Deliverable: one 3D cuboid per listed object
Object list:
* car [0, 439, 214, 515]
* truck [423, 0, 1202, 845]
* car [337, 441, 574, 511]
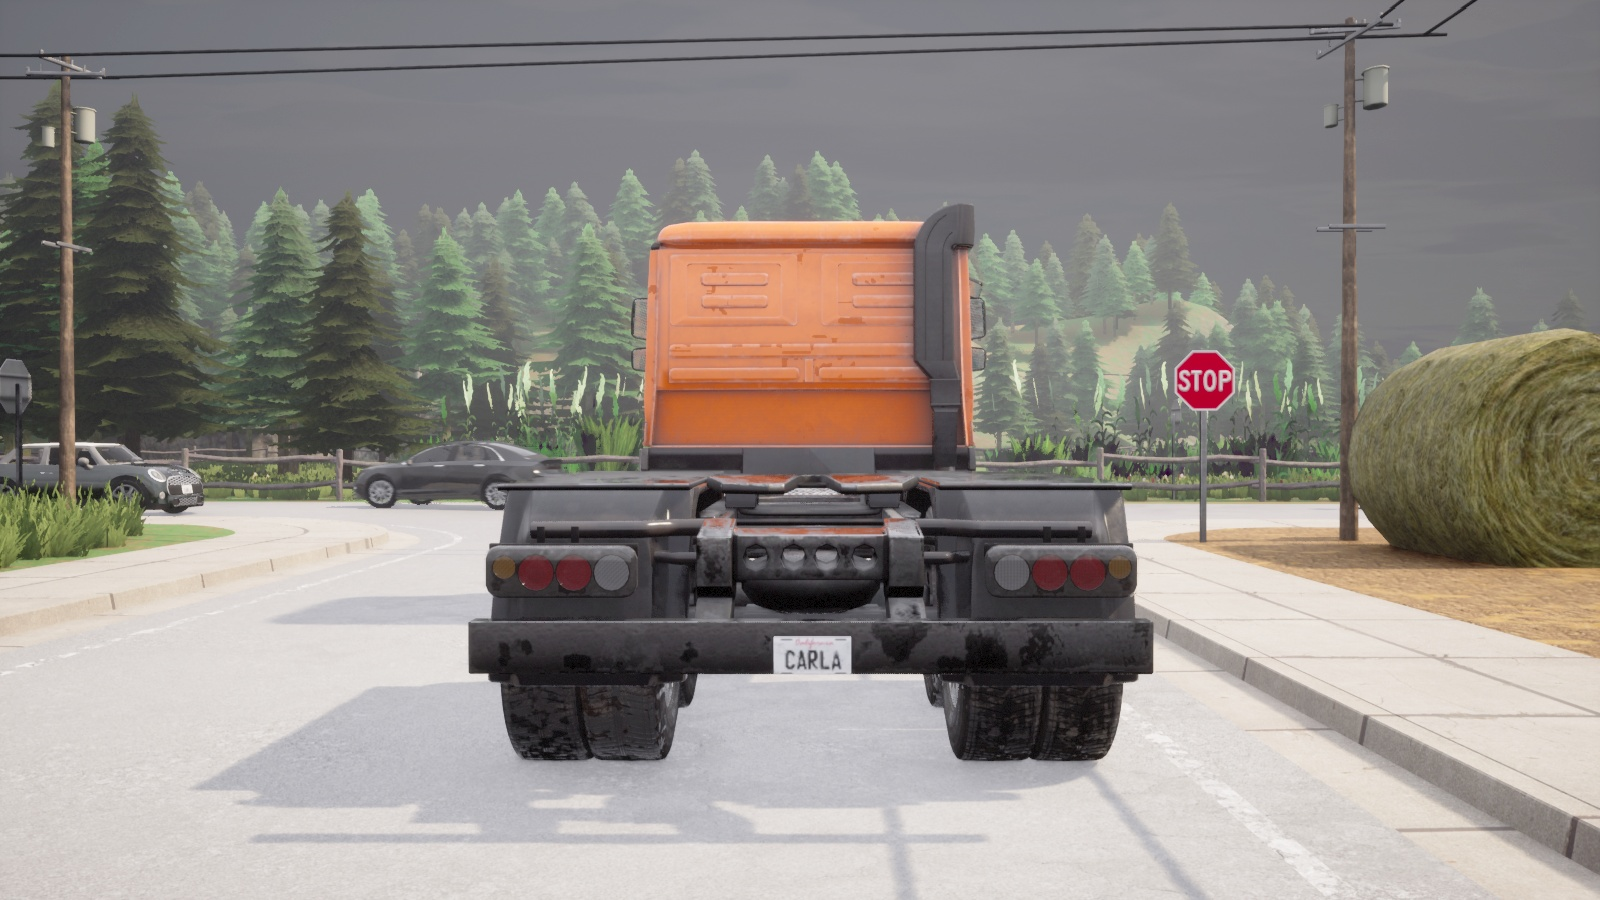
[{"bbox_3d":[-14.211,0.522,25.390,3.806,1.475,1.970,0,0,3],"label":"car"},{"bbox_3d":[0.064,-0.284,8.639,2.891,3.462,7.936,0,0,0],"label":"truck"},{"bbox_3d":[-7.777,0.551,28.456,4.892,1.490,1.837,0,0,14],"label":"car"}]
